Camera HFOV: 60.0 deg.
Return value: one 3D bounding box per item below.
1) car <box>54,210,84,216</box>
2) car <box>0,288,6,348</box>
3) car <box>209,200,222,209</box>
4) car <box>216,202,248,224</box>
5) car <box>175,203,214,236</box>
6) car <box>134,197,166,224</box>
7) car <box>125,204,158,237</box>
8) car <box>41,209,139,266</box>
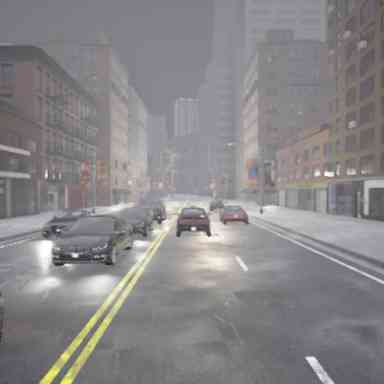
[{"bbox_3d":[-6.526,1.699,18.301,1.994,1.385,4.181,0,0,0],"label":"car"},{"bbox_3d":[-3.349,1.526,2.414,1.837,1.490,4.892,0,-1,0],"label":"car"},{"bbox_3d":[3.295,1.838,45.664,1.837,1.490,4.892,0,0,0],"label":"car"},{"bbox_3d":[3.257,1.751,26.432,1.994,1.385,4.181,0,0,1],"label":"car"},{"bbox_3d":[0.083,1.645,19.576,1.837,1.490,4.892,0,0,0],"label":"car"},{"bbox_3d":[-3.290,1.415,26.684,2.150,2.045,5.566,0,0,0],"label":"car"},{"bbox_3d":[-3.265,1.645,19.051,1.837,1.490,4.892,0,0,0],"label":"car"},{"bbox_3d":[-3.352,1.591,11.997,1.837,1.490,4.892,0,0,0],"label":"car"}]
